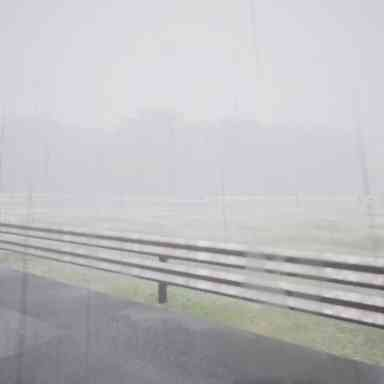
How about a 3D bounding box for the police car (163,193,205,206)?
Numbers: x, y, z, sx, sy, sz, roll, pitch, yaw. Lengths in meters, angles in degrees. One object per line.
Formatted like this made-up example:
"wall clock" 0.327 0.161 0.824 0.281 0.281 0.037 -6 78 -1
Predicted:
"police car" -0.959 0.925 41.322 5.238 1.638 1.930 0 0 -7
